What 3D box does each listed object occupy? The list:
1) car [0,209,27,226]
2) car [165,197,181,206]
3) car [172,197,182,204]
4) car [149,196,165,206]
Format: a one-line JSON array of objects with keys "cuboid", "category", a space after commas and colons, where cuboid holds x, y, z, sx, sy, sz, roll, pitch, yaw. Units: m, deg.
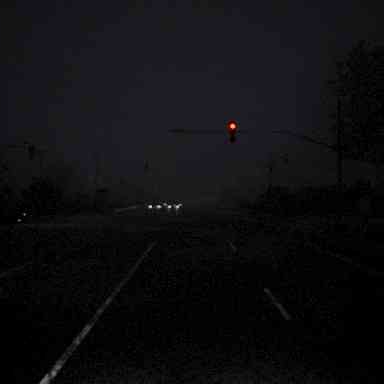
[{"cuboid": [-14.891, 1.762, 24.639, 4.718, 1.301, 1.895, 0, 0, 3], "category": "car"}, {"cuboid": [-3.524, 1.922, 63.987, 1.812, 1.442, 4.674, 0, 0, 1], "category": "car"}, {"cuboid": [-3.499, 2.010, 79.356, 2.128, 1.511, 4.902, 0, 0, 0], "category": "car"}, {"cuboid": [-7.026, 1.749, 64.075, 2.097, 1.767, 4.553, 0, 0, 0], "category": "car"}]
